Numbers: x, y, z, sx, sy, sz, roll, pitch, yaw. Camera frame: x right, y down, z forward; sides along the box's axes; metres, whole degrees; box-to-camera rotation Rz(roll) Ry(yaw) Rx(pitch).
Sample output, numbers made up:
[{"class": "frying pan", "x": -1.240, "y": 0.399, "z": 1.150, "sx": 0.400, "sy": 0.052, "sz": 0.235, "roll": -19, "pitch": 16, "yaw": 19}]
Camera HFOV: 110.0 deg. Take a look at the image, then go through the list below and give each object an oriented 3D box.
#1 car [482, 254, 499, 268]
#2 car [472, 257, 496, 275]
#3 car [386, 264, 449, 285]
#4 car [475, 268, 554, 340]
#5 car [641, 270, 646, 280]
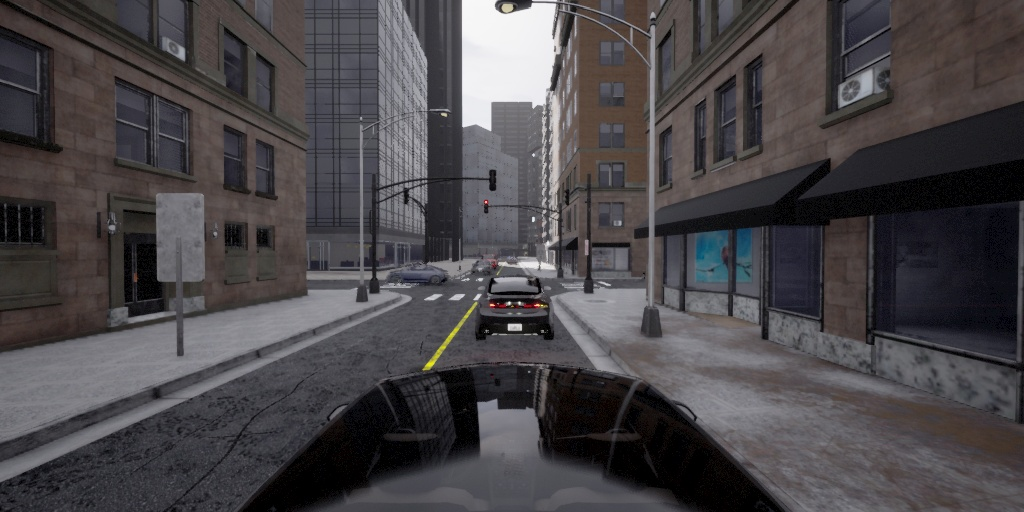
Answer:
[{"class": "car", "x": -3.138, "y": 0.808, "z": 48.256, "sx": 2.150, "sy": 2.045, "sz": 5.566, "roll": 0, "pitch": 1, "yaw": 0}, {"class": "car", "x": -3.124, "y": 1.162, "z": 37.952, "sx": 2.128, "sy": 1.511, "sz": 4.902, "roll": 0, "pitch": 0, "yaw": 0}, {"class": "car", "x": -6.546, "y": 1.279, "z": 25.090, "sx": 4.181, "sy": 1.385, "sz": 1.994, "roll": 0, "pitch": 1, "yaw": 0}, {"class": "car", "x": 0.073, "y": 1.252, "z": 9.961, "sx": 1.837, "sy": 1.490, "sz": 4.892, "roll": 0, "pitch": 0, "yaw": 0}, {"class": "car", "x": 11.633, "y": 1.161, "z": 25.153, "sx": 4.892, "sy": 1.490, "sz": 1.837, "roll": 0, "pitch": 1, "yaw": 0}]
